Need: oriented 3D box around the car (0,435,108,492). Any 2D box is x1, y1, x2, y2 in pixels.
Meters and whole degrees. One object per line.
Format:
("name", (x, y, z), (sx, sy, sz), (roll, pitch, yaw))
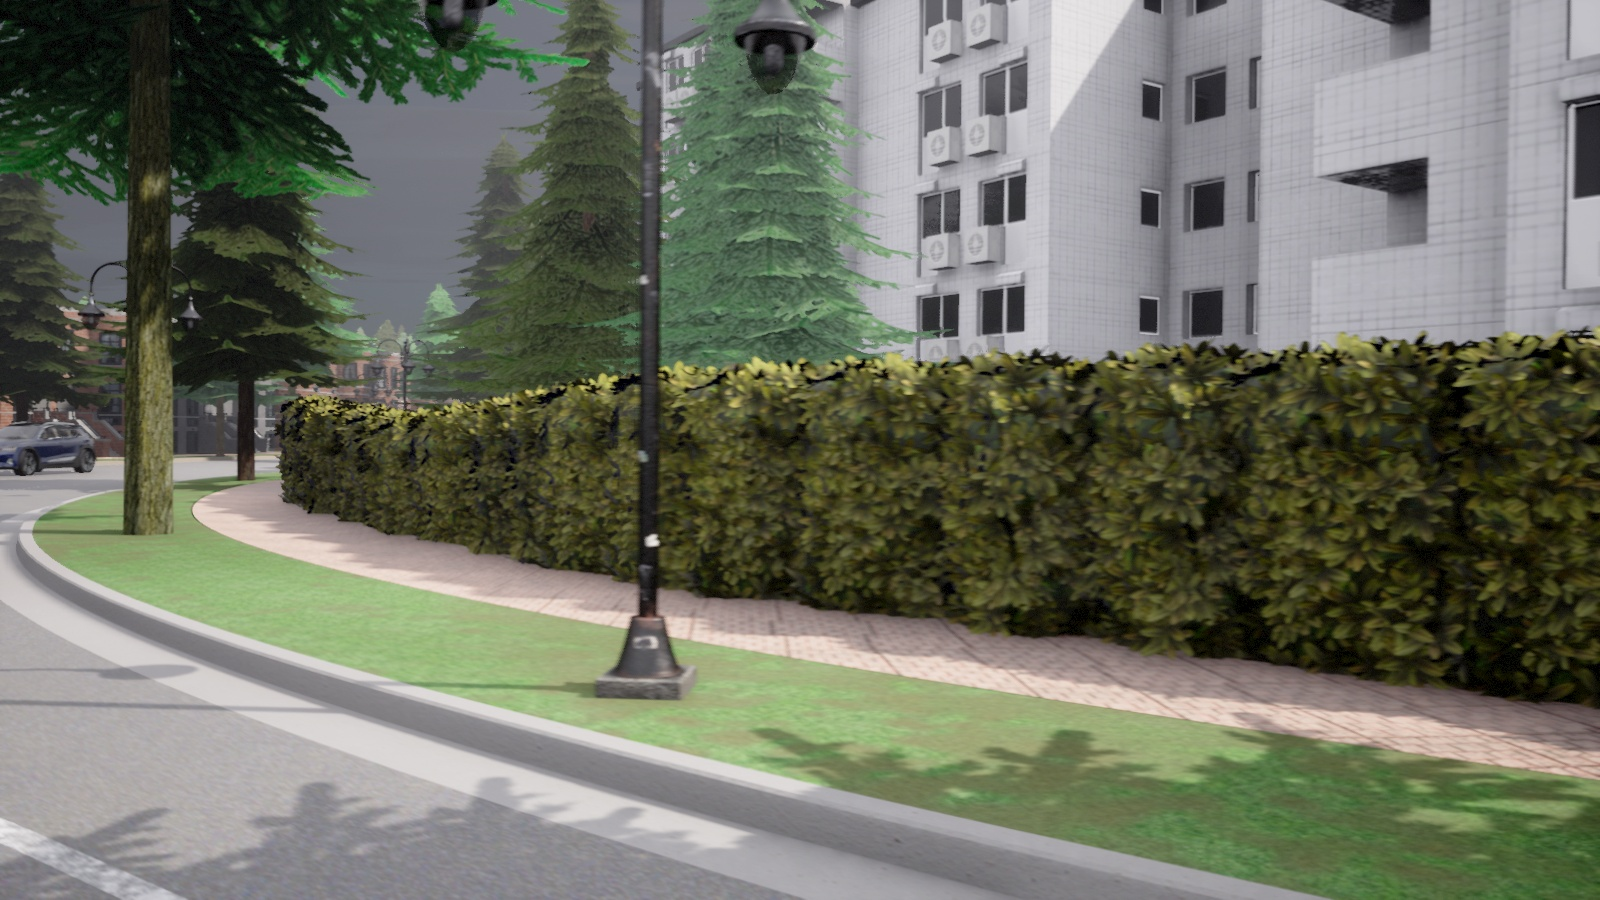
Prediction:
("car", (-23.758, 0.366, 38.702), (2.033, 1.649, 4.856), (-1, 1, 2))
